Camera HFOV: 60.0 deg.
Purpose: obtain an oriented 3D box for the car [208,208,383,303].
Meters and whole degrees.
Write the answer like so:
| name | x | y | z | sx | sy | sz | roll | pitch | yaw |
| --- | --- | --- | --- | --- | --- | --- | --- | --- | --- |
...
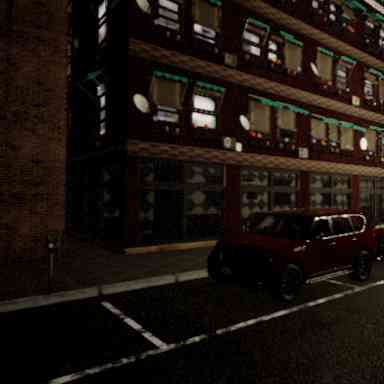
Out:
| name | x | y | z | sx | sy | sz | roll | pitch | yaw |
| --- | --- | --- | --- | --- | --- | --- | --- | --- | --- |
| car | 2.791 | 1.383 | 8.544 | 5.009 | 1.841 | 2.192 | 1 | 0 | -35 |
